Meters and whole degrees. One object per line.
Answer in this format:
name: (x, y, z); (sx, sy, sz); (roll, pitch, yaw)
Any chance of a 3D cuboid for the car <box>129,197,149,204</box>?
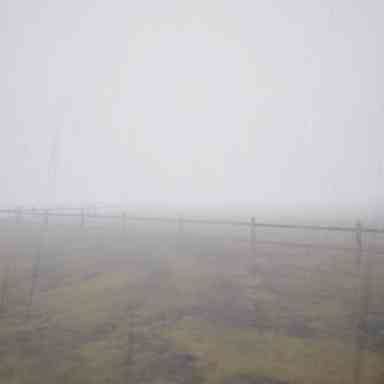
car: (-12.554, 2.231, 78.776); (2.150, 2.045, 5.566); (-2, -1, 36)
